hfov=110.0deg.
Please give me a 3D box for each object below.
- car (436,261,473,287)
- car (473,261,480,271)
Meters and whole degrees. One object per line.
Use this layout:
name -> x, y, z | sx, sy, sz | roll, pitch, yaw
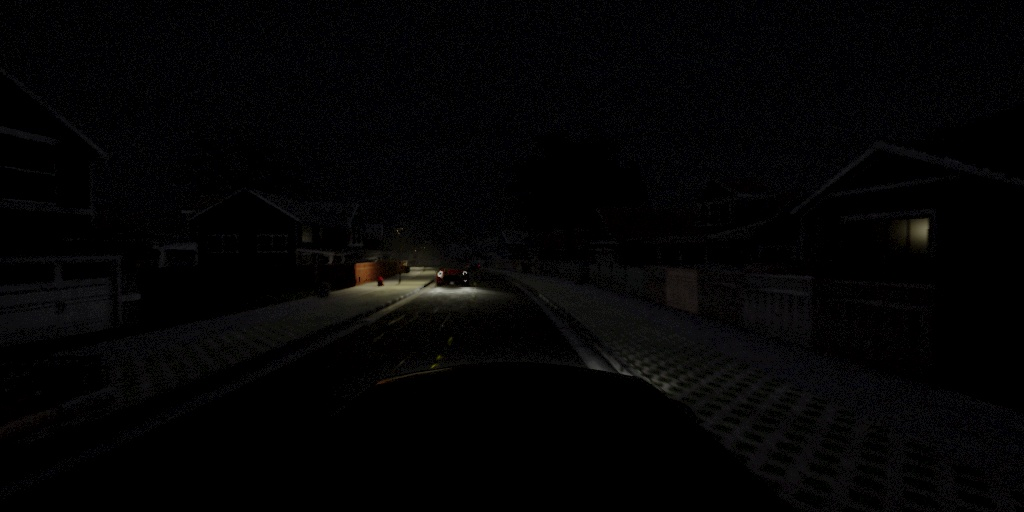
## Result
car -> -3.996, 1.138, 24.927 | 2.097, 1.767, 4.553 | 0, 0, -6
car -> -5.717, 1.437, 50.961 | 2.033, 1.411, 5.357 | 0, 0, -14
